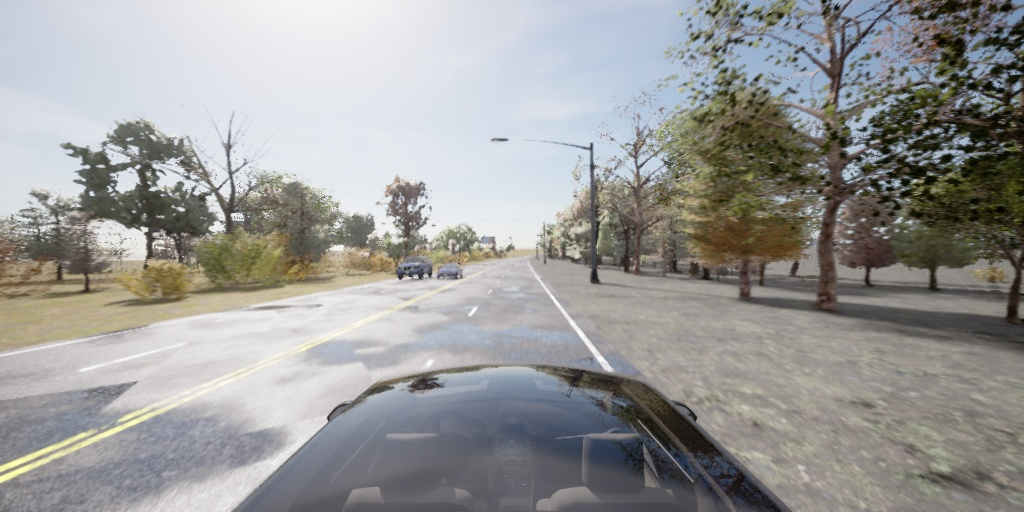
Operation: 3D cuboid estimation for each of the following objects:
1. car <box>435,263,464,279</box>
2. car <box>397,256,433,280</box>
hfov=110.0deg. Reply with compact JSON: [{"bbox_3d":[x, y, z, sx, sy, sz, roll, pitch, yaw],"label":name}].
[{"bbox_3d":[-5.788,1.411,33.833,1.812,1.442,4.674,-1,0,2],"label":"car"},{"bbox_3d":[-9.045,1.033,33.890,2.150,2.045,5.566,-1,0,2],"label":"car"}]
